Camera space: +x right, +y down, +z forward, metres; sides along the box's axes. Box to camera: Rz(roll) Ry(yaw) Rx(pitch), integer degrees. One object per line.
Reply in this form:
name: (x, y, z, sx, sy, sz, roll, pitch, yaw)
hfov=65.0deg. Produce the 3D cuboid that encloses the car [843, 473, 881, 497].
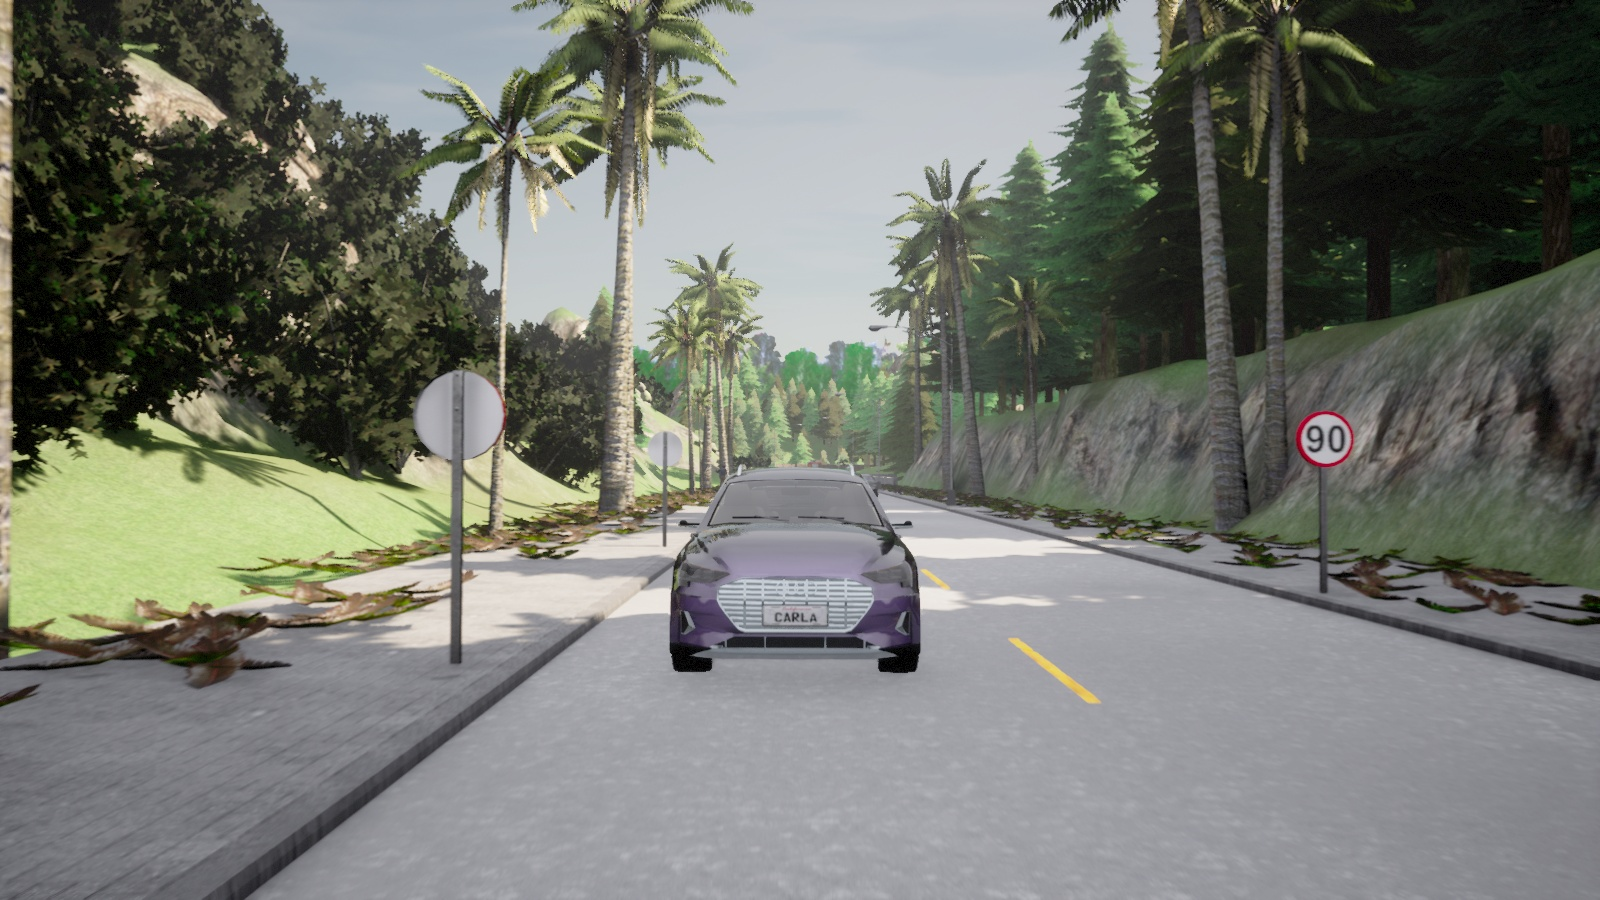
car: (3.775, 2.134, 76.911, 2.033, 1.411, 5.357, 0, -1, 0)

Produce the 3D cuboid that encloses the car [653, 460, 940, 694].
car: (-0.031, 0.934, 11.327, 2.033, 1.649, 4.856, 0, -1, 0)
